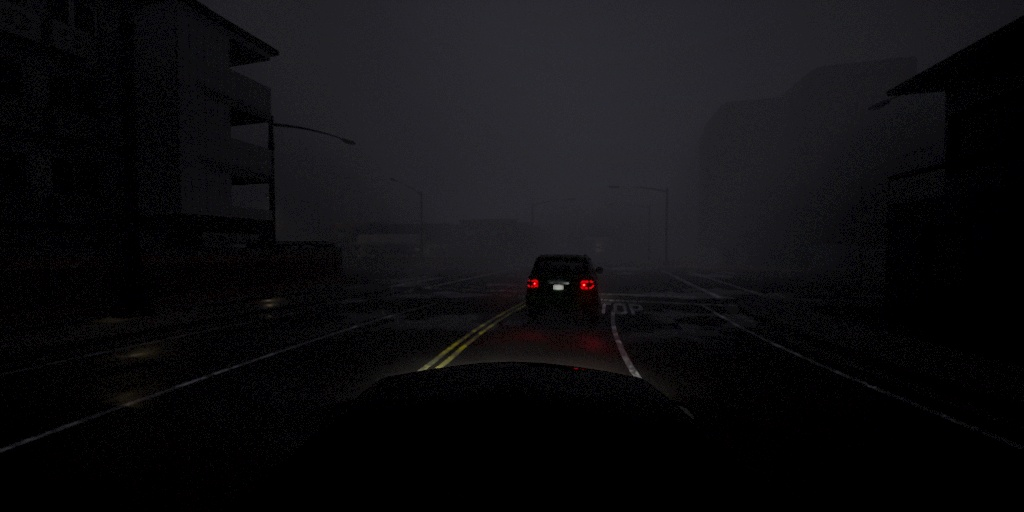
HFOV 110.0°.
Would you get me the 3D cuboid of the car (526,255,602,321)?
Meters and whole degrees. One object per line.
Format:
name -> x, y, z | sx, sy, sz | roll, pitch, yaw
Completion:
car -> 1.974, 0.975, 12.760 | 2.150, 2.045, 5.566 | 0, 0, 14
